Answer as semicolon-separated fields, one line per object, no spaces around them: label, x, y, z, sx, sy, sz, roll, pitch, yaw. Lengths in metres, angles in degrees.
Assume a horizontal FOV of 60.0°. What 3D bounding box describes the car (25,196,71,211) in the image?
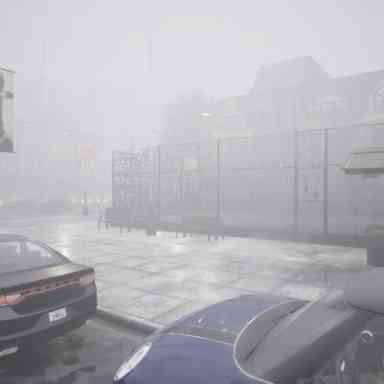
car;-17.114;1.350;40.156;2.097;1.767;4.553;0;0;35

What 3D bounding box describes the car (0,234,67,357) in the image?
car;-3.803;1.479;5.836;5.008;1.535;2.097;0;0;35

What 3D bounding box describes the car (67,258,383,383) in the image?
car;1.515;1.354;2.227;4.553;1.767;2.185;0;0;35

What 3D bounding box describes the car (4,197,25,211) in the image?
car;-20.691;1.350;41.151;2.097;1.767;4.553;0;0;35
